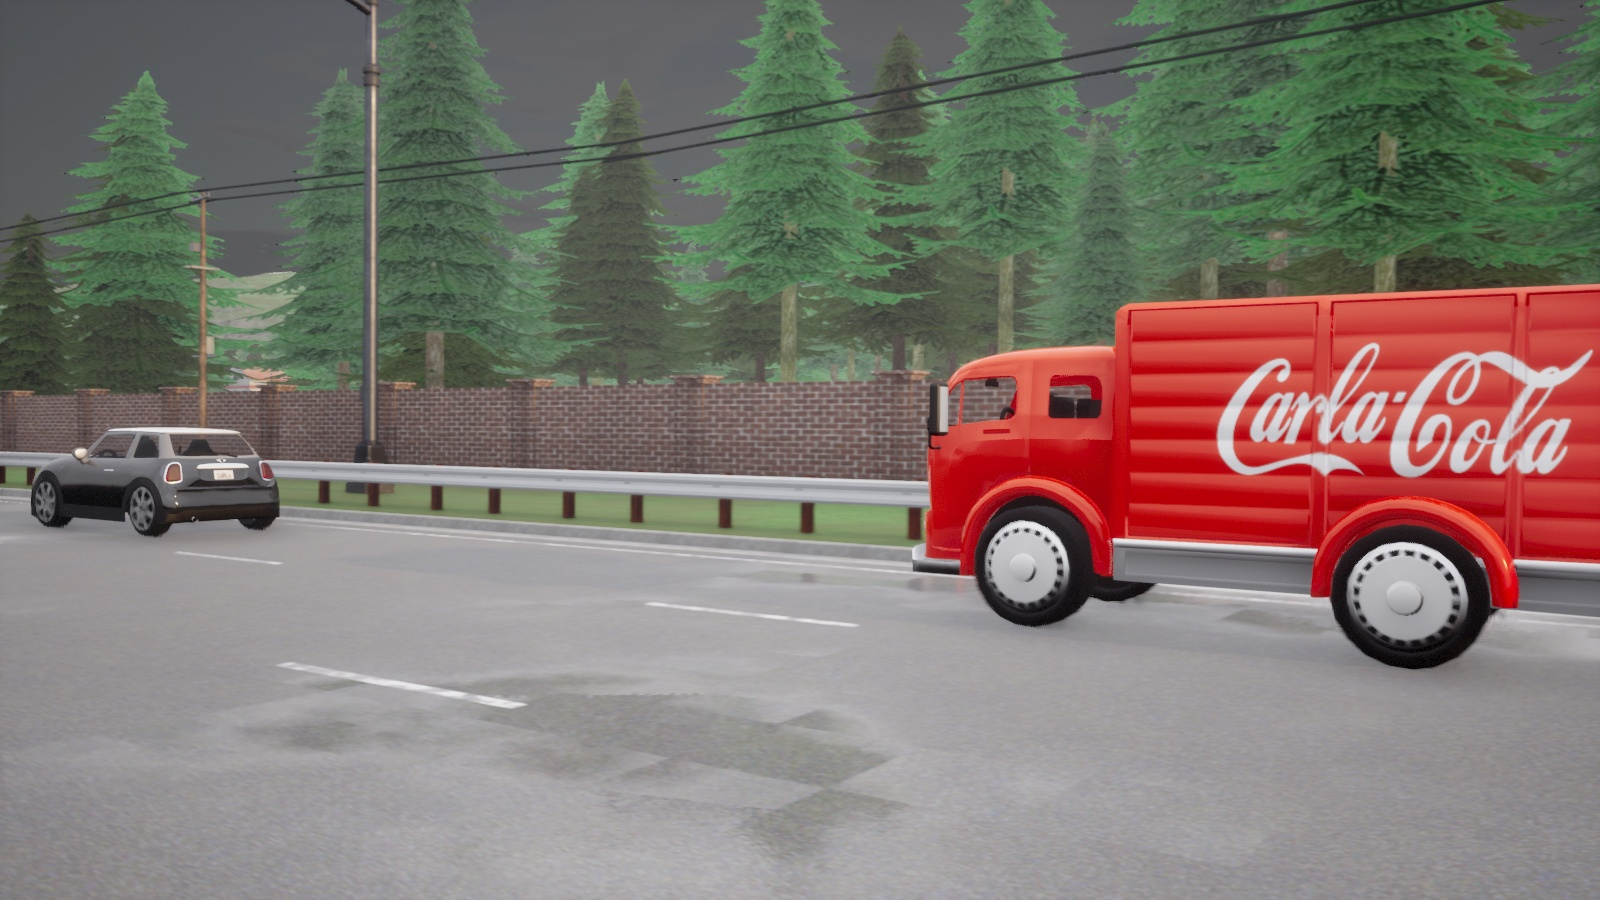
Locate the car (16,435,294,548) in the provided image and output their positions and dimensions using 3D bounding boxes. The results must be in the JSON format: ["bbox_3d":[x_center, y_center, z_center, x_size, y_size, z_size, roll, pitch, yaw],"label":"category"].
[{"bbox_3d":[-9.421,0.534,18.285,3.806,1.475,1.970,0,1,34],"label":"car"}]

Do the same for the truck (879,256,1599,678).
[{"bbox_3d":[3.538,0.081,9.667,5.204,2.467,2.627,0,1,34],"label":"truck"}]
